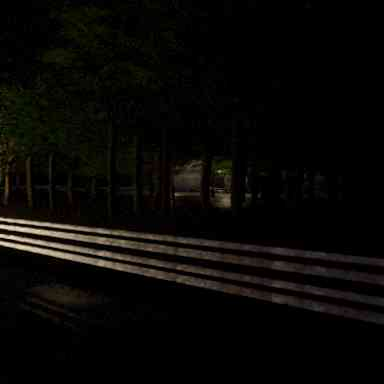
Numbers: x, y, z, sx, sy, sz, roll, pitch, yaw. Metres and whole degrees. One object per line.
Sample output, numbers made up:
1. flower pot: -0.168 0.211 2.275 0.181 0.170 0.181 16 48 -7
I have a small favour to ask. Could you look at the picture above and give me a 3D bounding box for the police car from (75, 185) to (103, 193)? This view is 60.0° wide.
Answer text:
1. police car: -19.834 -0.570 64.395 5.238 1.638 1.930 1 1 2
